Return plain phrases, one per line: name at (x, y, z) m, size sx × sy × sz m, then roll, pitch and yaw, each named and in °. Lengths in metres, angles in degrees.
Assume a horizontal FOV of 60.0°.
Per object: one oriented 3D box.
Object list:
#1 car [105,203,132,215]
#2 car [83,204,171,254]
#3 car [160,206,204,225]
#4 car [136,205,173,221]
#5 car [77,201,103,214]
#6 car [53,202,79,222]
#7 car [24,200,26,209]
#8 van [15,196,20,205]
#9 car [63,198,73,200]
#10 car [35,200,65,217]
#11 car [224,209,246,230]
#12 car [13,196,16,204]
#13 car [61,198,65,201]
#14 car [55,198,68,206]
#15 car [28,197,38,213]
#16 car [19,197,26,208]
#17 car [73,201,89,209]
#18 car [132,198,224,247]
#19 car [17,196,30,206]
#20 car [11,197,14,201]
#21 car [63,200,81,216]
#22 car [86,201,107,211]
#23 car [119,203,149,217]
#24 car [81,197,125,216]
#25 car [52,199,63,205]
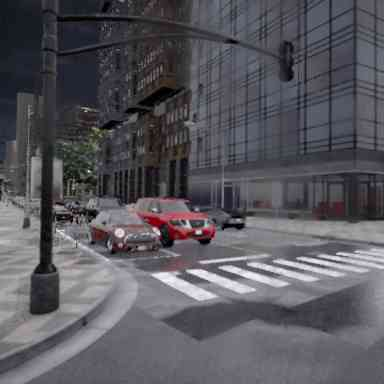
car at (-9.166, 2.030, 41.359) m, size 2.008 × 1.369 × 4.403 m, roll 1°, pitch -1°, yaw -30°
car at (-2.767, 1.460, 13.391) m, size 1.967 × 1.590 × 4.097 m, roll 1°, pitch -1°, yaw -31°
car at (-0.895, 1.879, 27.128) m, size 1.802 × 1.307 × 4.206 m, roll 1°, pitch -1°, yaw -30°
car at (-3.652, 1.924, 31.872) m, size 1.947 × 1.339 × 4.313 m, roll 1°, pitch -1°, yaw -30°
car at (-13.207, 1.958, 42.900) m, size 2.128 × 1.511 × 4.902 m, roll 1°, pitch -1°, yaw -29°
car at (-11.025, 1.747, 27.594) m, size 1.887 × 1.381 × 4.507 m, roll 1°, pitch -1°, yaw -30°
car at (-22.055, 2.024, 46.571) m, size 1.802 × 1.307 × 4.206 m, roll 1°, pitch -1°, yaw -30°
van at (-35.840, 2.069, 70.297) m, size 1.690 × 1.788 × 3.998 m, roll 1°, pitch -1°, yaw -30°
car at (-18.471, 2.103, 51.873) m, size 1.812 × 1.442 × 4.674 m, roll 1°, pitch -1°, yaw -30°
car at (-13.697, 1.786, 32.192) m, size 1.752 × 1.417 × 4.829 m, roll 1°, pitch -1°, yaw -30°
car at (1.861, 1.802, 22.385) m, size 1.947 × 1.339 × 4.313 m, roll 1°, pitch -1°, yaw -30°
car at (-38.598, 2.226, 75.040) m, size 1.967 × 1.590 × 4.097 m, roll 1°, pitch -1°, yaw -30°
car at (-25.919, 2.170, 69.444) m, size 2.097 × 1.767 × 4.553 m, roll 1°, pitch -1°, yaw -30°
car at (-31.220, 2.256, 79.312) m, size 2.192 × 1.841 × 5.009 m, roll 1°, pitch -1°, yaw -30°
car at (-19.296, 1.824, 41.829) m, size 1.967 × 1.590 × 4.097 m, roll 1°, pitch -1°, yaw -30°
car at (-27.484, 2.080, 55.914) m, size 1.752 × 1.417 × 4.829 m, roll 1°, pitch -1°, yaw -30°
car at (-20.194, 2.279, 60.334) m, size 1.947 × 1.339 × 4.313 m, roll 1°, pitch -1°, yaw -30°
car at (-1.099, 1.305, 15.830) m, size 2.150 × 2.045 × 5.566 m, roll 1°, pitch -1°, yaw -30°
car at (-30.326, 2.054, 60.807) m, size 1.967 × 1.590 × 4.097 m, roll 1°, pitch -1°, yaw -30°
car at (-41.354, 2.158, 79.786) m, size 2.192 × 1.841 × 5.009 m, roll 1°, pitch -1°, yaw -30°
car at (-11.769, 1.866, 34.190) m, size 2.033 × 1.411 × 5.357 m, roll 1°, pitch -1°, yaw -30°
car at (-14.680, 2.149, 50.847) m, size 2.008 × 1.369 × 4.403 m, roll 1°, pitch -1°, yaw -30°
car at (-6.495, 1.946, 36.763) m, size 1.752 × 1.417 × 4.829 m, roll 1°, pitch -1°, yaw -30°
car at (-6.417, 1.422, 24.971) m, size 2.150 × 2.045 × 5.566 m, roll 1°, pitch -1°, yaw -30°
car at (-34.064, 2.525, 84.198) m, size 1.752 × 1.417 × 4.829 m, roll 1°, pitch -1°, yaw -30°
